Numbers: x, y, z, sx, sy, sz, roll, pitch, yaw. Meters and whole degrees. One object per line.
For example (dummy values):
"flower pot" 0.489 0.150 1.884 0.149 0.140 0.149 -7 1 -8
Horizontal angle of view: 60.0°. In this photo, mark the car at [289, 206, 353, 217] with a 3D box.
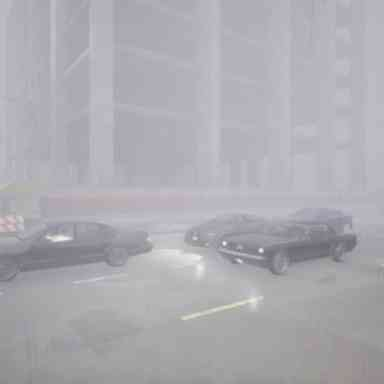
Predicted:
"car" 6.229 1.486 16.980 5.008 1.535 1.882 0 0 -35

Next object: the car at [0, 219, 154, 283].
"car" -3.806 1.549 9.872 5.357 1.411 2.033 0 0 -35

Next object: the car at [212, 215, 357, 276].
"car" 3.133 1.606 10.509 4.718 1.301 1.895 0 0 -35

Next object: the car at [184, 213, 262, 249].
"car" 1.742 1.569 13.711 4.181 1.385 1.994 0 0 -36
